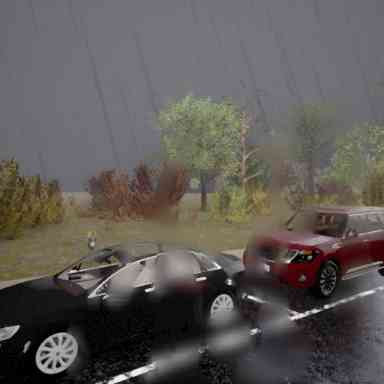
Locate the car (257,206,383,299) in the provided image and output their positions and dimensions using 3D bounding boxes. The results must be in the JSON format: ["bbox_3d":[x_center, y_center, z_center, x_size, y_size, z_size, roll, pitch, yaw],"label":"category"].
[{"bbox_3d":[3.622,1.316,8.656,5.009,1.841,2.192,0,1,-35],"label":"car"}]

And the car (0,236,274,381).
[{"bbox_3d":[-0.987,1.551,5.382,4.403,1.369,2.008,0,1,-35],"label":"car"}]
